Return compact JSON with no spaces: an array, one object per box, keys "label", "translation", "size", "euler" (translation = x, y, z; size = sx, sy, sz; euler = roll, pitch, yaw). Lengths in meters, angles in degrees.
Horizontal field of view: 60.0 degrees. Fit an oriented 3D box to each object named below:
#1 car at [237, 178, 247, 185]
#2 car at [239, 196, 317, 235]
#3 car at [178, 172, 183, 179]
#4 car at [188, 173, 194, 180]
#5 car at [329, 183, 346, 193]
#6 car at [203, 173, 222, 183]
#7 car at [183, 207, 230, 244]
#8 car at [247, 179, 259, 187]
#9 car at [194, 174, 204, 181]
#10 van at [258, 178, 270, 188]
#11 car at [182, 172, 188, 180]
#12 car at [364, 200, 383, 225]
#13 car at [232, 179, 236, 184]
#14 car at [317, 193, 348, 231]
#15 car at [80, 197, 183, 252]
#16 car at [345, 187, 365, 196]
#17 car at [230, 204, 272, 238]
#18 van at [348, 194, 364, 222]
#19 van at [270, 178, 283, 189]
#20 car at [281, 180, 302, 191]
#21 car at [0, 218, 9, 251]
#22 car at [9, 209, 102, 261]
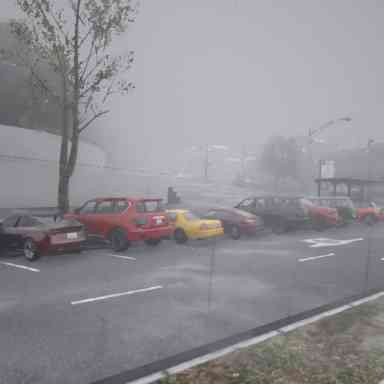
[{"label":"car","translation":[12.426,-2.044,72.676],"size":[2.002,1.452,4.674],"euler":[7,4,35]},{"label":"car","translation":[3.900,1.262,19.310],"size":[5.566,2.045,2.435],"euler":[-1,-1,35]},{"label":"car","translation":[-1.580,-4.363,92.183],"size":[2.435,2.045,5.566],"euler":[1,-1,34]},{"label":"car","translation":[1.925,-3.851,87.368],"size":[2.185,1.767,4.553],"euler":[6,3,34]},{"label":"car","translation":[24.541,-0.427,55.412],"size":[2.435,2.045,5.566],"euler":[7,3,35]},{"label":"car","translation":[5.572,-3.176,82.644],"size":[1.946,1.575,5.366],"euler":[7,3,34]},{"label":"car","translation":[-1.132,1.502,15.922],"size":[5.366,1.575,1.946],"euler":[-1,-1,35]},{"label":"car","translation":[14.258,-1.812,70.356],"size":[1.946,1.575,5.366],"euler":[7,3,35]},{"label":"car","translation":[3.720,-3.699,84.903],"size":[2.435,2.045,5.566],"euler":[7,3,34]},{"label":"van","translation":[15.834,-1.764,67.626],"size":[1.878,1.987,4.442],"euler":[7,4,35]},{"label":"car","translation":[0.193,-4.085,89.837],"size":[2.185,1.767,4.553],"euler":[4,1,33]},{"label":"car","translation":[11.358,1.402,24.439],"size":[4.553,1.767,2.185],"euler":[-1,-1,35]},{"label":"car","translation":[10.682,-2.317,75.137],"size":[2.002,1.452,4.674],"euler":[7,3,35]},{"label":"car","translation":[6.413,1.266,21.016],"size":[5.566,2.045,2.435],"euler":[-1,-1,35]},{"label":"car","translation":[-3.451,1.247,14.093],"size":[5.566,2.045,2.435],"euler":[-1,-1,34]},{"label":"car","translation":[26.233,0.136,52.940],"size":[2.002,1.452,4.674],"euler":[7,3,35]},{"label":"car","translation":[1.474,1.548,17.551],"size":[4.674,1.452,2.002],"euler":[-1,-1,35]},{"label":"van","translation":[8.950,1.296,22.687],"size":[4.442,1.987,1.878],"euler":[-1,-1,35]},{"label":"van","translation":[17.565,-1.491,65.156],"size":[1.878,1.987,4.442],"euler":[7,4,35]},{"label":"car","translation":[19.326,-0.993,62.794],"size":[2.231,1.521,4.892],"euler":[7,3,35]},{"label":"car","translation":[-8.313,1.492,10.599],"size":[4.892,1.521,2.231],"euler":[-1,-1,34]},{"label":"car","translation":[-5.894,1.523,12.346],"size":[4.792,1.488,2.163],"euler":[-1,-1,35]}]
